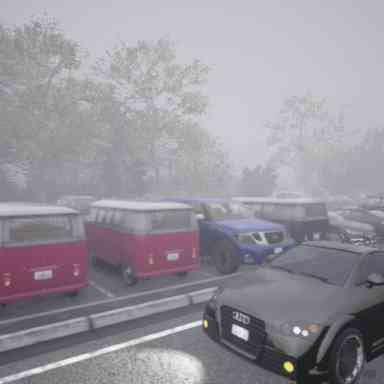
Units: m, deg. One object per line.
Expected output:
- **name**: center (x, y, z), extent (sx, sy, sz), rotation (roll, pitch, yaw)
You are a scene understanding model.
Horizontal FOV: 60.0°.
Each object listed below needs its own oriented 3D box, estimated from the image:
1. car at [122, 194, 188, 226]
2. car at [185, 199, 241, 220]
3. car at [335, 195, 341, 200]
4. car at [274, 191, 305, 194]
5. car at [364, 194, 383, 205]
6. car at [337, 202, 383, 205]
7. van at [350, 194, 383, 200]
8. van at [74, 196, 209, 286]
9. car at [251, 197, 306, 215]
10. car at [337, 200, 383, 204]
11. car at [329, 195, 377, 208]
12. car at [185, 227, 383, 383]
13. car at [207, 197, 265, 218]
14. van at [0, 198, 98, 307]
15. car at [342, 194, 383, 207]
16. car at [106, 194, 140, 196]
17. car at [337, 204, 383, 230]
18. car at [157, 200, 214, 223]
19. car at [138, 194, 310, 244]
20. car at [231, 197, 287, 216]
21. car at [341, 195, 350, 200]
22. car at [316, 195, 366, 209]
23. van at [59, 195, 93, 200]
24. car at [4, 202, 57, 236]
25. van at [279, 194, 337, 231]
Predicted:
- **car**: center (-2.885, 1.162, 24.535), extent (2.435, 2.045, 5.566), rotation (-1, 0, -36)
- **car**: center (1.639, 1.394, 27.769), extent (2.163, 1.488, 4.792), rotation (-1, 0, -36)
- **car**: center (12.906, 1.184, 35.868), extent (2.097, 1.535, 5.008), rotation (-1, 1, -36)
- **car**: center (10.665, 0.972, 34.224), extent (2.435, 2.045, 5.566), rotation (-1, 1, -36)
- **car**: center (26.471, 0.983, 45.526), extent (2.163, 1.488, 4.792), rotation (-1, 1, -36)
- **car**: center (7.495, 1.422, 15.910), extent (2.002, 1.452, 4.674), rotation (-1, 0, -36)
- **van**: center (11.987, 1.095, 19.268), extent (1.878, 1.987, 4.442), rotation (-1, 0, -36)
- **van**: center (-1.699, 1.238, 9.482), extent (1.878, 1.987, 4.442), rotation (0, 0, -36)
- **car**: center (8.398, 1.263, 32.631), extent (2.231, 1.521, 4.892), rotation (-1, 1, -36)
- **car**: center (9.760, 1.385, 17.569), extent (2.163, 1.488, 4.792), rotation (-1, 0, -36)
- **car**: center (19.665, 1.098, 40.730), extent (2.163, 1.488, 4.792), rotation (-1, 1, -36)
- **car**: center (2.214, 1.526, 5.263), extent (4.181, 1.385, 1.994), rotation (-1, 0, -35)
- **car**: center (3.769, 1.328, 29.555), extent (1.946, 1.575, 5.366), rotation (-1, 0, -36)
- **van**: center (-3.979, 1.255, 7.851), extent (1.878, 1.987, 4.442), rotation (0, 0, -36)
- **car**: center (22.046, 1.027, 42.170), extent (1.946, 1.575, 5.366), rotation (-1, 1, -36)
- **car**: center (-5.176, 1.183, 22.967), extent (2.435, 2.045, 5.566), rotation (0, 0, -36)
- **car**: center (5.209, 1.407, 14.286), extent (2.231, 1.521, 4.892), rotation (-1, 0, -36)
- **car**: center (-0.659, 1.419, 26.197), extent (2.163, 1.488, 4.792), rotation (-1, 0, -36)
- **car**: center (0.666, 1.195, 10.995), extent (2.435, 2.045, 5.566), rotation (0, 0, -36)
- **car**: center (6.138, 1.297, 31.016), extent (2.097, 1.535, 5.008), rotation (-1, 0, -36)
- **car**: center (15.163, 1.146, 37.483), extent (2.097, 1.535, 5.008), rotation (-1, 1, -36)
- **car**: center (17.420, 1.108, 39.098), extent (2.231, 1.521, 4.892), rotation (-1, 1, -36)
- **van**: center (-7.486, 1.226, 21.424), extent (1.878, 1.987, 4.442), rotation (0, 0, -36)
- **car**: center (-9.782, 1.465, 19.867), extent (1.946, 1.575, 5.366), rotation (0, 0, -36)
- **van**: center (2.860, 1.204, 12.742), extent (1.878, 1.987, 4.442), rotation (-1, 0, -36)
